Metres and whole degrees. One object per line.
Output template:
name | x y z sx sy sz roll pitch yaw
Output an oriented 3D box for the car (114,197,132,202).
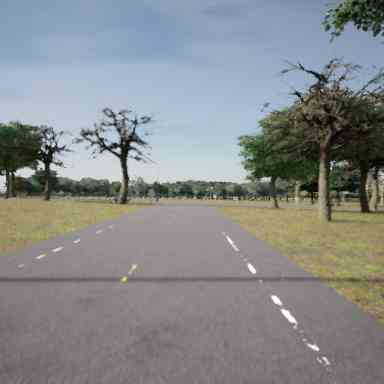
car | -17.949 1.895 86.282 4.674 1.442 1.812 2 0 0
